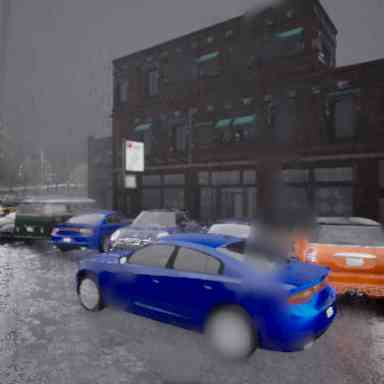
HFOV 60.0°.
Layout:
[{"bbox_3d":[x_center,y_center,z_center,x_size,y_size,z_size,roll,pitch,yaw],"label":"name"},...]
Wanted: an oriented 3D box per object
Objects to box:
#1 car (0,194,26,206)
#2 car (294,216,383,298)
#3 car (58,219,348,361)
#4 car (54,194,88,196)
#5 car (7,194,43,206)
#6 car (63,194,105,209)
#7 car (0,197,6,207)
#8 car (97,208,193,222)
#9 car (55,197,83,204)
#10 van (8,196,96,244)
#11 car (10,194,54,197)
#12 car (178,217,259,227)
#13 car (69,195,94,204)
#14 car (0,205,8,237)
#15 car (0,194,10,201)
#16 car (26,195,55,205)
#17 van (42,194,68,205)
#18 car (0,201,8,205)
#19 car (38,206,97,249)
[{"bbox_3d":[-31.695,1.403,57.054,5.566,2.045,2.435,-1,0,15],"label":"car"},{"bbox_3d":[3.697,1.390,8.412,2.185,1.767,4.553,0,-1,16],"label":"car"},{"bbox_3d":[-0.104,1.497,6.061,5.008,1.535,1.882,0,0,36],"label":"car"},{"bbox_3d":[-17.815,1.379,47.327,5.566,2.045,2.435,1,1,14],"label":"car"},{"bbox_3d":[-29.931,1.413,59.555,5.566,2.045,2.435,-1,-1,14],"label":"car"},{"bbox_3d":[-16.140,1.389,49.767,5.566,2.045,2.435,1,1,14],"label":"car"},{"bbox_3d":[-33.402,1.672,54.557,4.792,1.488,2.163,-1,0,15],"label":"car"},{"bbox_3d":[-1.131,1.396,12.003,2.185,1.767,4.553,1,-1,16],"label":"car"},{"bbox_3d":[-24.833,1.698,67.030,4.892,1.521,2.231,-1,-1,14],"label":"car"},{"bbox_3d":[-5.982,1.304,15.617,1.878,1.987,4.442,0,-1,16],"label":"van"},{"bbox_3d":[-21.106,1.358,42.449,5.566,2.045,2.435,1,0,15],"label":"car"},{"bbox_3d":[1.283,1.558,10.207,2.002,1.452,4.674,1,-1,16],"label":"car"},{"bbox_3d":[-23.089,1.581,69.497,4.553,1.767,2.185,-1,0,15],"label":"car"},{"bbox_3d":[-8.440,1.571,17.264,2.002,1.452,4.674,1,-1,16],"label":"car"},{"bbox_3d":[-15.754,1.291,22.568,2.435,2.045,5.566,0,-1,16],"label":"car"},{"bbox_3d":[-28.278,1.550,62.056,4.553,1.767,2.185,-1,-1,14],"label":"car"},{"bbox_3d":[-26.654,1.462,64.560,4.442,1.987,1.878,-1,0,14],"label":"van"},{"bbox_3d":[-10.930,1.528,18.842,1.946,1.575,5.366,1,-1,16],"label":"car"},{"bbox_3d":[-3.587,1.524,13.733,2.097,1.535,5.008,0,-1,16],"label":"car"}]
